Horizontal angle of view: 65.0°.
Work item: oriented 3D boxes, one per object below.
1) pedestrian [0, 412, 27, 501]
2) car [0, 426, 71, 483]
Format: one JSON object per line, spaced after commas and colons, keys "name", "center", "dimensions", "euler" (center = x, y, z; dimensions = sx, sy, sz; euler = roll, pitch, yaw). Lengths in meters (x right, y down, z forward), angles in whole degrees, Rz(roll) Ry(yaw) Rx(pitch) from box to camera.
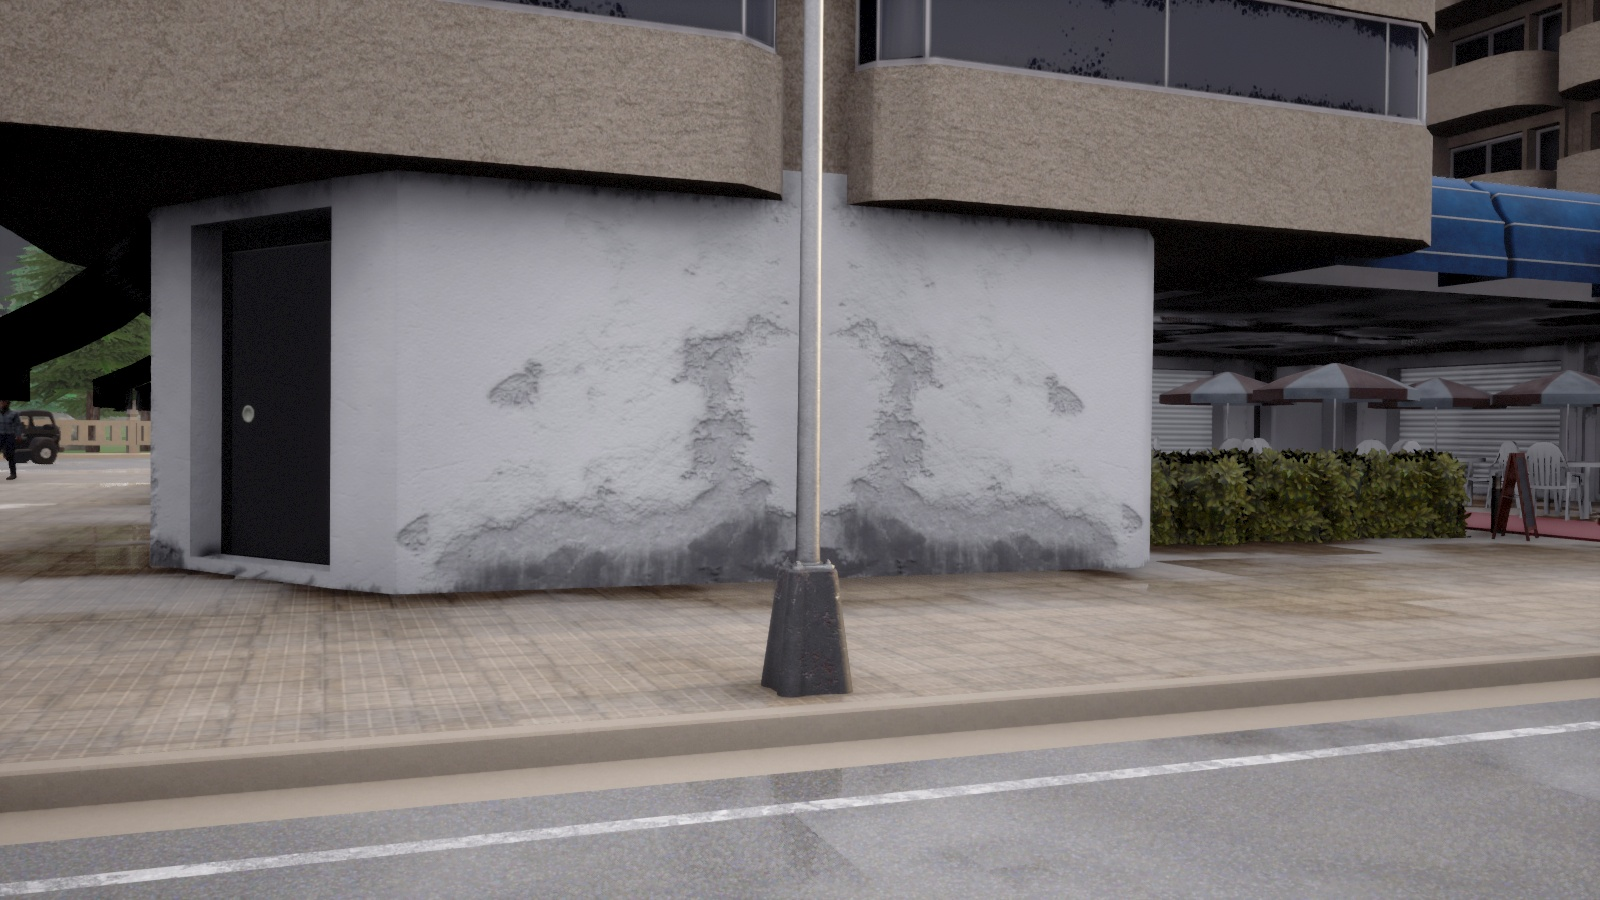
{"name": "pedestrian", "center": [-17.698, 0.132, 27.986], "dimensions": [0.423, 1.949, 0.788], "euler": [-1, 1, 1]}
{"name": "car", "center": [-27.045, 0.143, 42.293], "dimensions": [1.905, 1.878, 3.866], "euler": [0, 1, 29]}
